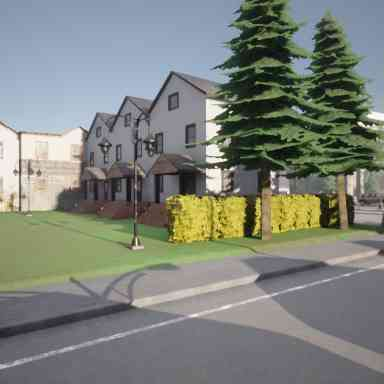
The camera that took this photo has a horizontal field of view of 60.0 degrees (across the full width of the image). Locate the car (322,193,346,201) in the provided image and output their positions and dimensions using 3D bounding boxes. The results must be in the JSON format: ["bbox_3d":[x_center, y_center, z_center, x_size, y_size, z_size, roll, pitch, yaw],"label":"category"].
[{"bbox_3d":[31.817,1.097,74.527,1.932,1.855,4.605,0,0,-36],"label":"car"}]

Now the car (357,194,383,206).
[{"bbox_3d":[26.957,1.097,49.072,1.932,1.855,4.605,0,0,-36],"label":"car"}]
